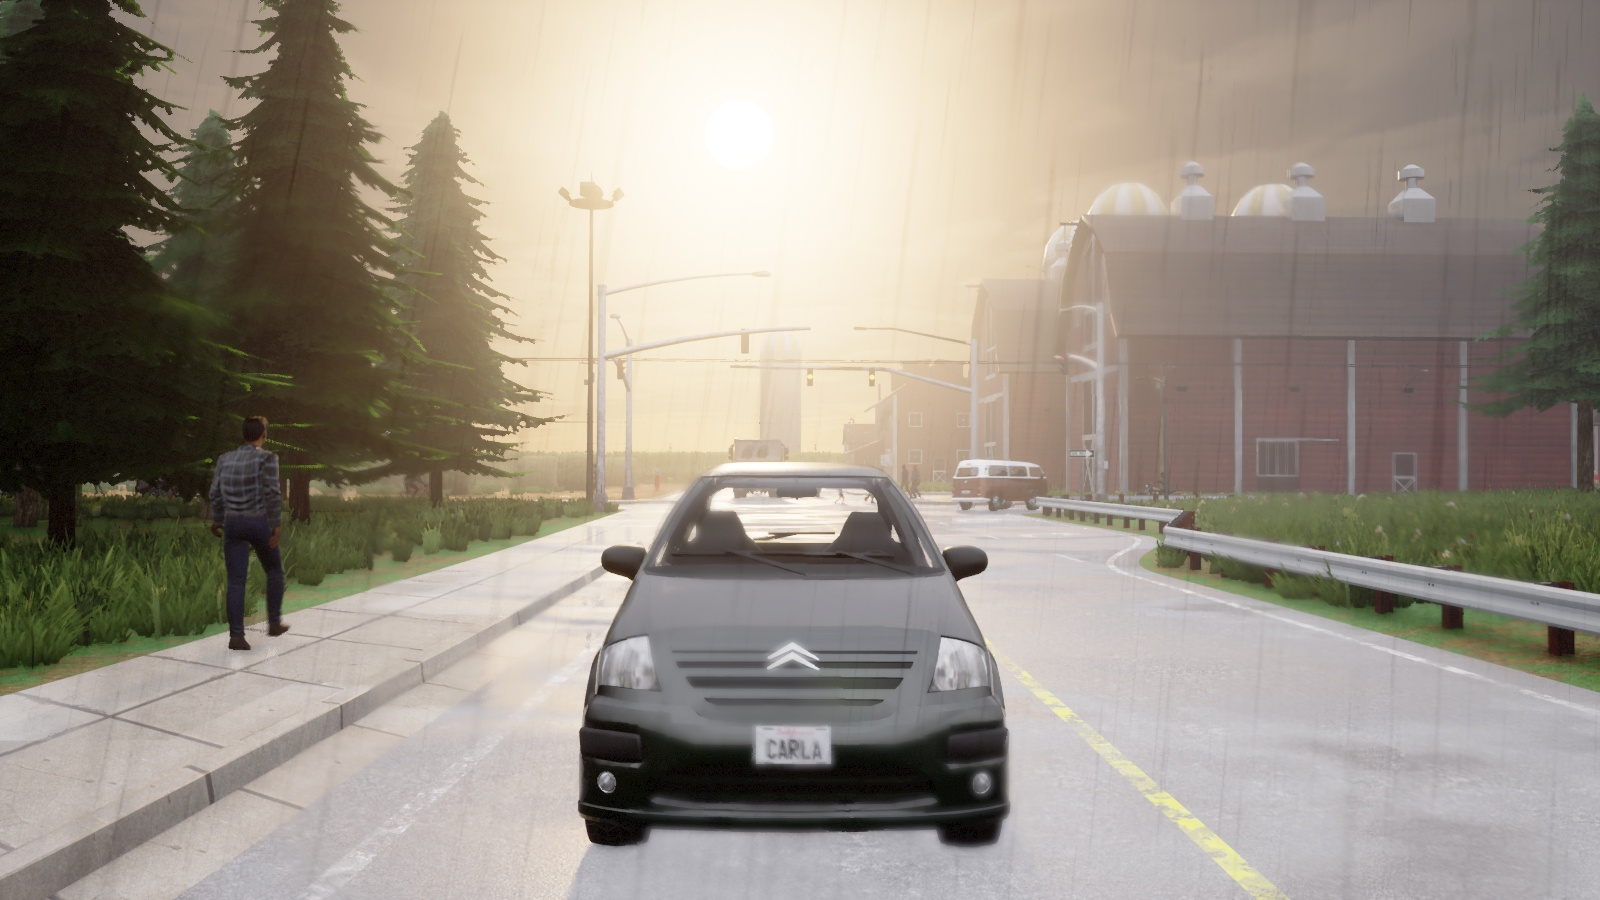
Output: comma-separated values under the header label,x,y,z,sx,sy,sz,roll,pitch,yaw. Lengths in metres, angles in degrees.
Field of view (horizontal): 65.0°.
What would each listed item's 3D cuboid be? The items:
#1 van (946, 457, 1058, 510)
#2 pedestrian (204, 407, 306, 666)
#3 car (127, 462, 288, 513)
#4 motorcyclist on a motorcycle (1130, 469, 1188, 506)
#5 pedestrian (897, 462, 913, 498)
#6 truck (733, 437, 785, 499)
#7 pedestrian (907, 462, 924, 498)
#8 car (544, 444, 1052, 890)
label,x,y,z,sx,sy,sz,roll,pitch,yaw
van,8.294,1.379,51.274,4.480,2.038,2.069,1,-3,-41
pedestrian,-4.273,0.659,9.886,0.423,1.949,0.788,0,-1,3
car,-24.170,1.518,51.378,5.566,2.045,2.150,0,-1,-1
motorcyclist on a motorcycle,15.962,1.663,55.810,2.350,1.649,0.766,0,-1,-1
pedestrian,5.307,1.516,63.624,0.726,1.835,0.370,0,-1,-35
truck,-2.453,1.075,73.816,2.891,3.462,7.936,0,-1,-2
pedestrian,5.904,1.517,64.114,0.694,1.848,0.540,0,-1,-36
car,-0.021,0.823,6.581,1.851,1.617,3.988,0,-1,0
